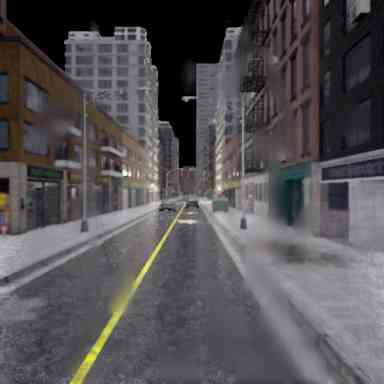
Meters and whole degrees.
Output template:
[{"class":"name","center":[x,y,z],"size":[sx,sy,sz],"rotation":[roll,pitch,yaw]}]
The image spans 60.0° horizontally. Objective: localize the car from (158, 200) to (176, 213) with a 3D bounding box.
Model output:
[{"class":"car","center":[-2.831,1.656,39.169],"size":[2.033,1.411,5.357],"rotation":[0,0,0]}]

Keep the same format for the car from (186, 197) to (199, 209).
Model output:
[{"class":"car","center":[0.043,1.649,49.277],"size":[1.837,1.490,4.892],"rotation":[0,0,1]}]

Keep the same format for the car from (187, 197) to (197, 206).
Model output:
[{"class":"car","center":[0.015,1.689,60.254],"size":[1.837,1.490,4.892],"rotation":[0,0,0]}]

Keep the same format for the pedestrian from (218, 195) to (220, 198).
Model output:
[{"class":"pedestrian","center":[3.019,1.246,37.625],"size":[0.375,1.860,0.375],"rotation":[0,0,-14]}]
